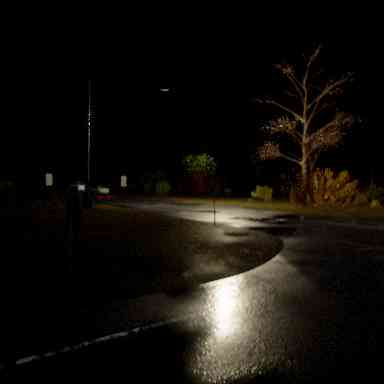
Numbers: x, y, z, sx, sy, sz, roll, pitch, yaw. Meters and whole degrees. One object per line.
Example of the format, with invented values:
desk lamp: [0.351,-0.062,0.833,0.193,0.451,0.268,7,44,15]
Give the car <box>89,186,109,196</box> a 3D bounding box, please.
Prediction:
car: [-14.007,-0.231,50.229,1.812,1.442,4.674,0,2,-36]

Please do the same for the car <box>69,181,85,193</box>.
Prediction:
car: [-19.874,-0.858,58.357,2.150,2.045,5.566,0,2,-36]
